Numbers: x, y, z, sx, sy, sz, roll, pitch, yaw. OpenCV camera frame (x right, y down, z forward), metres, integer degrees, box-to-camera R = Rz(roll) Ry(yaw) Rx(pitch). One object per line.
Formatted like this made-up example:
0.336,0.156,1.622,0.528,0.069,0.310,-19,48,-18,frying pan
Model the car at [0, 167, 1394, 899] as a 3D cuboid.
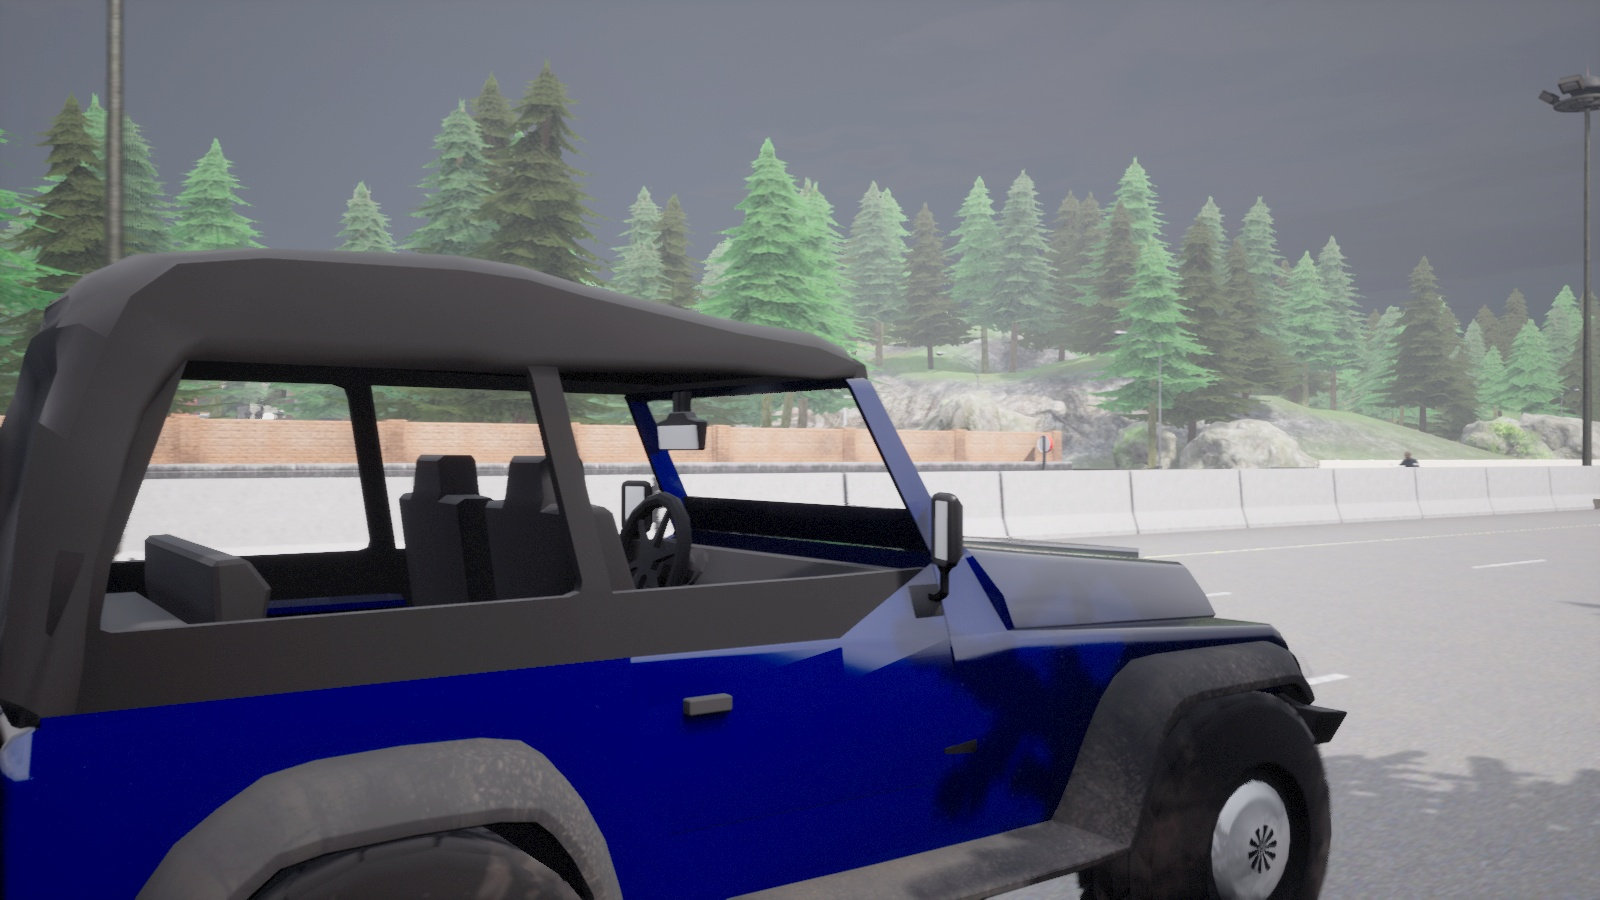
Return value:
-0.349,0.550,3.432,3.866,1.878,1.905,0,0,-35,car
